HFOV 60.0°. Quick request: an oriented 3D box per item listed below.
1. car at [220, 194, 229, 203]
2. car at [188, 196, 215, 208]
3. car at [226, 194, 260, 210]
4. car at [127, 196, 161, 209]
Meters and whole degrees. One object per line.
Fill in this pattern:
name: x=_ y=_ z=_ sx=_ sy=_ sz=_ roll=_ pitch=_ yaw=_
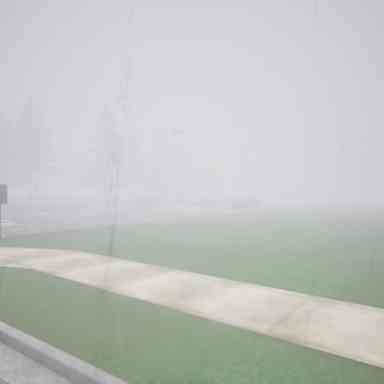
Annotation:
car: x=6.797 y=1.109 z=57.997 sx=2.097 sy=1.767 sz=4.553 roll=1 pitch=0 yaw=36
car: x=1.411 y=1.309 z=44.880 sx=1.812 sy=1.442 sz=4.674 roll=1 pitch=0 yaw=36
car: x=6.506 y=1.323 z=40.008 sx=1.882 sy=1.535 sz=5.008 roll=1 pitch=0 yaw=36
car: x=-5.860 y=1.241 z=40.910 sx=2.128 sy=1.511 sz=4.902 roll=1 pitch=0 yaw=36
